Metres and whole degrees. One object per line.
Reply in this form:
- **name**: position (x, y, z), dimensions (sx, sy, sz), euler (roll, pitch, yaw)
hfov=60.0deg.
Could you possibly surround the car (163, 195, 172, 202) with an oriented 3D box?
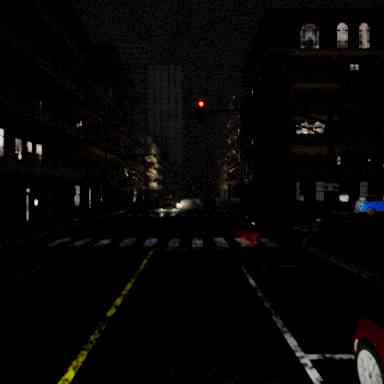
- **car**: position (-5.767, 1.489, 78.497), dimensions (1.752, 1.417, 4.829), euler (-1, 0, 0)

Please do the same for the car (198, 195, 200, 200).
- **car**: position (2.624, 1.514, 67.613), dimensions (2.008, 1.369, 4.403), euler (-1, 0, 0)

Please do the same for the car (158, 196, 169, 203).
- **car**: position (-5.757, 1.545, 67.612), dimensions (1.802, 1.307, 4.206), euler (-1, 0, 0)

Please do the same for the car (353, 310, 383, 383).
- **car**: position (2.682, 1.542, 2.031), dimensions (1.887, 1.381, 4.507), euler (0, 0, 0)

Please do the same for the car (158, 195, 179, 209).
- **car**: position (-3.136, 1.445, 45.132), dimensions (1.882, 1.535, 5.008), euler (0, 0, 0)

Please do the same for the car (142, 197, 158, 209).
- **car**: position (-5.737, 1.518, 45.500), dimensions (2.008, 1.369, 4.403), euler (0, 0, 0)

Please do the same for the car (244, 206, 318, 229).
- **car**: position (5.707, 1.535, 21.121), dimensions (4.718, 1.301, 1.895), euler (-2, 0, -28)

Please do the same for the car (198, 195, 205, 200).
- **car**: position (2.598, 1.513, 95.253), dimensions (1.887, 1.381, 4.507), euler (-1, 0, 0)

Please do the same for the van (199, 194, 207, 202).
- **van**: position (2.611, 1.305, 78.669), dimensions (1.690, 1.788, 3.998), euler (-1, 0, 0)

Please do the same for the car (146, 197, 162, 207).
- **car**: position (-5.742, 1.532, 51.027), dimensions (1.947, 1.339, 4.313), euler (0, 0, 0)

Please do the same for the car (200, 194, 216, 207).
- **car**: position (2.637, 1.406, 51.030), dimensions (1.967, 1.590, 4.097), euler (-1, 0, 0)

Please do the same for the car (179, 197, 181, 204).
- **car**: position (-3.101, 1.511, 63.392), dimensions (2.033, 1.411, 5.357), euler (0, 0, 0)

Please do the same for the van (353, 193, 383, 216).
- **van**: position (15.617, 1.009, 27.613), dimensions (3.998, 1.788, 1.690), euler (-1, 1, -1)

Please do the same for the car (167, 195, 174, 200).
- **car**: position (-5.776, 1.548, 89.723), dimensions (1.802, 1.307, 4.206), euler (-1, 0, 0)

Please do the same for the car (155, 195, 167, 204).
- **car**: position (-5.753, 1.404, 62.083), dimensions (1.967, 1.590, 4.097), euler (-1, 0, 0)
